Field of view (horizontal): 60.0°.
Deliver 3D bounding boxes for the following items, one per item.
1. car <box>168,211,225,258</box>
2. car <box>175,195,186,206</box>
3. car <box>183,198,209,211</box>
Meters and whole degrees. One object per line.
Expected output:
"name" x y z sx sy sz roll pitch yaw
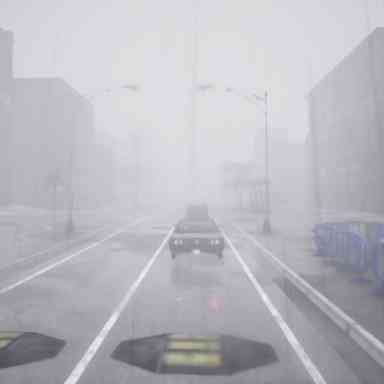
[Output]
"car" 0.203 1.675 13.153 1.895 1.301 4.718 0 0 1
"car" -2.031 1.645 64.483 2.150 2.045 5.566 0 -1 1
"car" 0.465 1.527 29.150 1.882 1.535 5.008 0 0 1
